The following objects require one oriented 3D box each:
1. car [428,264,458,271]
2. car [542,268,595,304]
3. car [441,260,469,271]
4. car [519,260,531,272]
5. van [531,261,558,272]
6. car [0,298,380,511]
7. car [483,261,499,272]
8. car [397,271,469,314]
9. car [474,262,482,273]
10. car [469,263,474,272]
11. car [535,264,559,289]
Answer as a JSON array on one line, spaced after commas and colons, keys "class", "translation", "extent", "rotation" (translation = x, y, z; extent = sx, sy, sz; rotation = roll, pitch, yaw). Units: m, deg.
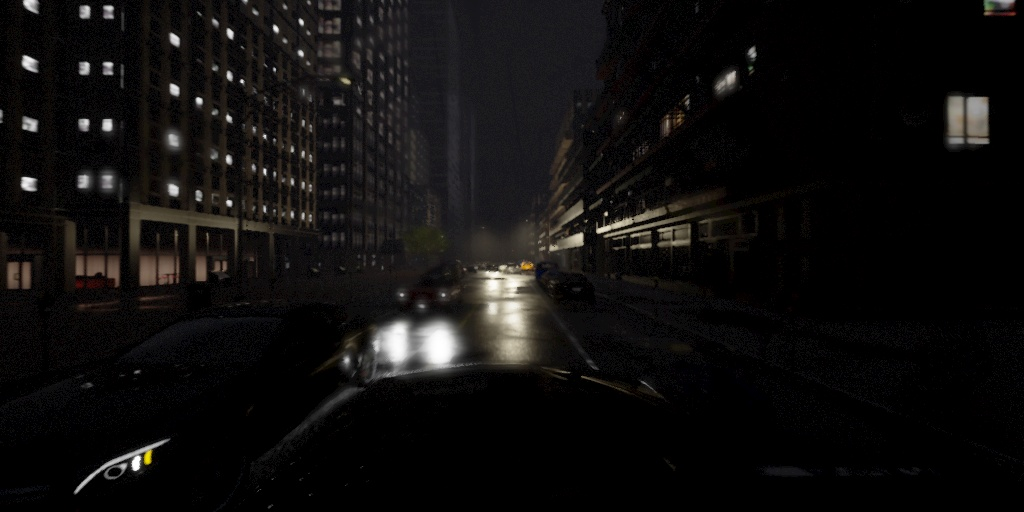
[{"class": "car", "translation": [-5.700, 1.521, 27.906], "extent": [1.948, 1.339, 4.313], "rotation": [0, 0, 0]}, {"class": "car", "translation": [2.684, 1.433, 16.862], "extent": [1.948, 1.339, 4.313], "rotation": [0, 0, 0]}, {"class": "car", "translation": [-5.702, 1.316, 33.427], "extent": [2.192, 1.841, 5.009], "rotation": [0, 0, 0]}, {"class": "car", "translation": [2.342, 1.681, 56.903], "extent": [1.882, 1.535, 5.008], "rotation": [0, -1, 0]}, {"class": "van", "translation": [2.681, 1.297, 27.908], "extent": [1.690, 1.789, 3.998], "rotation": [0, 0, 0]}, {"class": "car", "translation": [-3.102, 1.295, 4.278], "extent": [1.812, 1.442, 4.674], "rotation": [0, 0, 0]}, {"class": "car", "translation": [-3.073, 1.686, 57.447], "extent": [1.882, 1.535, 5.008], "rotation": [0, 0, 1]}, {"class": "car", "translation": [-3.095, 1.449, 14.586], "extent": [1.895, 1.301, 4.718], "rotation": [0, 0, 0]}, {"class": "car", "translation": [-5.707, 1.694, 49.996], "extent": [2.007, 1.370, 4.403], "rotation": [0, 0, 0]}, {"class": "car", "translation": [-5.704, 1.599, 38.951], "extent": [2.007, 1.370, 4.403], "rotation": [0, 0, 0]}, {"class": "car", "translation": [2.683, 1.436, 22.555], "extent": [1.751, 1.417, 4.829], "rotation": [0, 0, 0]}]
